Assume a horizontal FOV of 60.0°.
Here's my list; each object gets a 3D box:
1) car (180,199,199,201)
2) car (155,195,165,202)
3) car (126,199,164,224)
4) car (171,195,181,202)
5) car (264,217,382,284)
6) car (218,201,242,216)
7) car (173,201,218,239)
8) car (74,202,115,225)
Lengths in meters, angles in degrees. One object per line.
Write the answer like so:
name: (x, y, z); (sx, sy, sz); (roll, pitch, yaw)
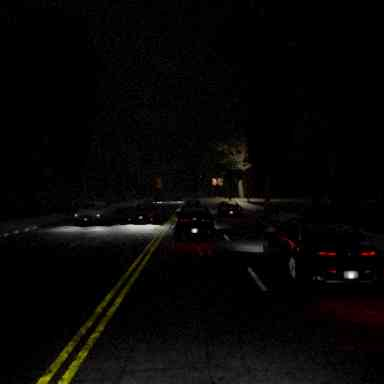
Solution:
car: (0.141, 1.409, 32.983); (1.994, 1.385, 4.181); (0, 0, 0)
car: (-6.414, 1.353, 66.528); (2.033, 1.411, 5.357); (0, 0, 0)
car: (-3.320, 1.449, 23.474); (1.994, 1.385, 4.181); (0, 0, 0)
car: (-3.164, 1.341, 66.524); (1.994, 1.385, 4.181); (0, 0, 0)
car: (3.356, 1.456, 9.416); (1.837, 1.490, 4.892); (0, 1, 0)
car: (3.389, 1.455, 30.830); (1.895, 1.301, 4.718); (0, 0, 0)
car: (0.120, 1.419, 16.922); (1.837, 1.490, 4.892); (0, 0, 0)
car: (-6.571, 1.413, 22.884); (1.812, 1.442, 4.674); (0, 0, 0)
